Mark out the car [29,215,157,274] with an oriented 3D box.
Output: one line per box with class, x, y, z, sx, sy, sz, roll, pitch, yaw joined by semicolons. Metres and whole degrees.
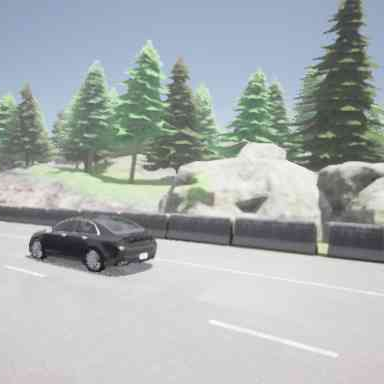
car;-3.307;1.503;10.665;4.892;1.490;1.837;1;0;36
